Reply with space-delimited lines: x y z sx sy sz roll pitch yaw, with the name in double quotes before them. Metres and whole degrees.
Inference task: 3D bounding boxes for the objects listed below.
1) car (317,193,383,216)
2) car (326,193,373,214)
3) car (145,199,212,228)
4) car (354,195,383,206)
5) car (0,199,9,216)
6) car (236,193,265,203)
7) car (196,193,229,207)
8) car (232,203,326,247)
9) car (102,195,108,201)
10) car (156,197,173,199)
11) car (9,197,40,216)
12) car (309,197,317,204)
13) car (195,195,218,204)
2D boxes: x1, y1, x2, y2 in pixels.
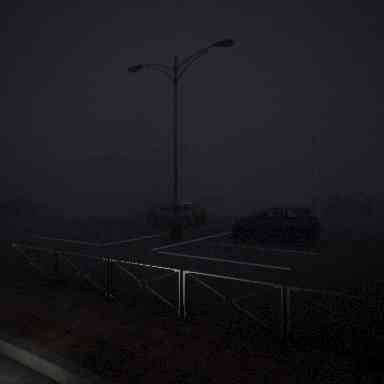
"car" 13.943 1.097 29.443 4.605 1.855 1.932 0 0 34
"car" 15.220 1.077 32.085 3.866 1.878 1.905 0 0 34
"car" -1.030 1.384 20.701 3.806 1.475 1.970 0 0 34
"car" 25.660 1.232 48.215 3.806 1.475 1.970 0 0 34
"car" -18.150 1.339 28.594 4.514 1.523 2.007 0 0 34
"car" 9.669 1.097 55.003 4.605 1.855 1.932 0 0 34
"car" 2.135 1.298 45.058 4.514 1.523 2.007 0 0 34
"car" 3.470 1.374 14.090 3.633 1.501 1.845 0 0 34
"car" -22.955 1.480 81.524 2.242 1.667 4.611 0 0 34
"car" -3.471 1.320 36.785 3.633 1.501 1.845 0 0 34
"car" -16.445 1.330 31.228 5.027 1.636 2.152 0 0 34
"car" 21.850 1.298 55.186 4.514 1.523 2.007 0 0 34
"car" 2.608 1.361 59.698 3.806 1.475 1.970 0 0 34
